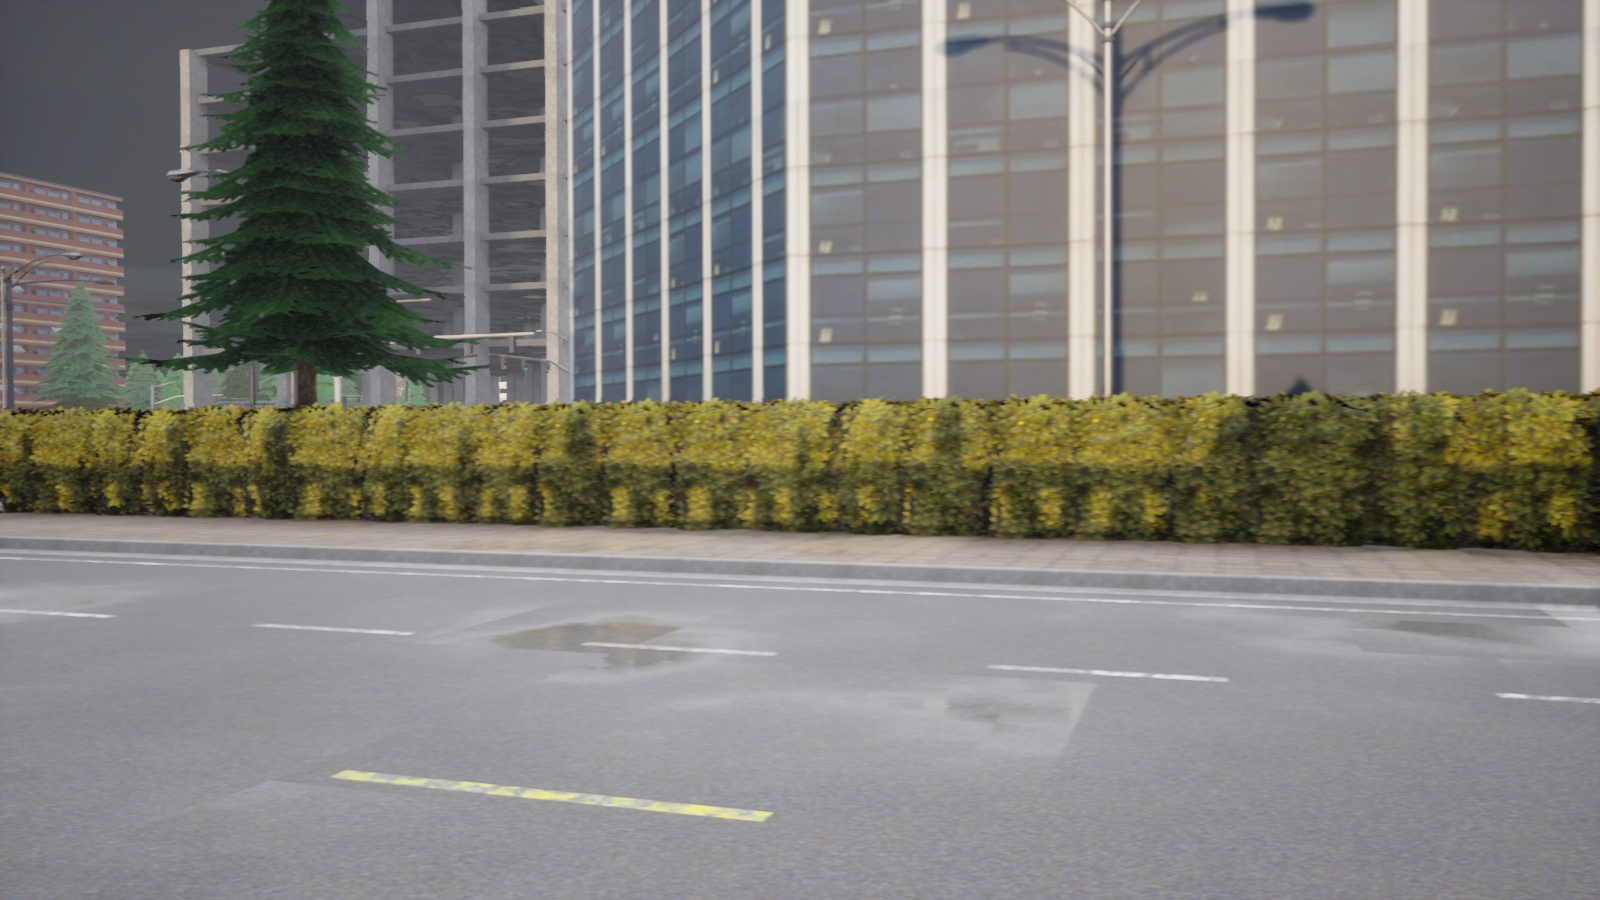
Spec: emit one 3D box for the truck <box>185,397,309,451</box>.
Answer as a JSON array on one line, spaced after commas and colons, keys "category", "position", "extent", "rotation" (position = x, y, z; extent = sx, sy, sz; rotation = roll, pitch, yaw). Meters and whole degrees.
[{"category": "truck", "position": [-39.870, -1.883, 90.559], "extent": [8.468, 3.827, 2.891], "rotation": [1, 1, 19]}]
